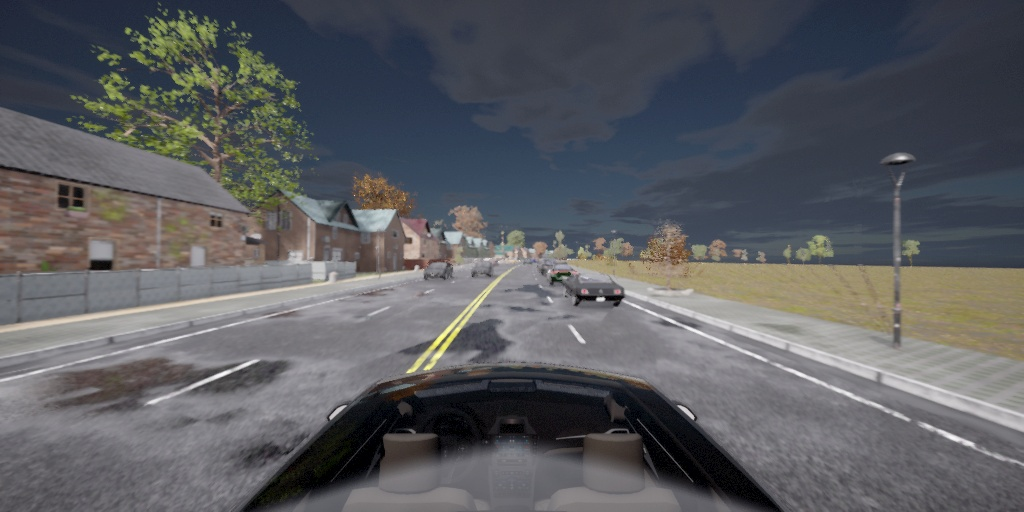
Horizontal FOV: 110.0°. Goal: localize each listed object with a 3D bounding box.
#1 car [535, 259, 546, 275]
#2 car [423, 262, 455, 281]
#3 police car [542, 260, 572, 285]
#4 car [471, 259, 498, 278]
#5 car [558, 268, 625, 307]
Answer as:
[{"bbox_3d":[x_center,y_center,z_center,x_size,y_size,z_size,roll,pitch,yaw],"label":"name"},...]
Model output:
[{"bbox_3d":[3.911,1.268,37.724,2.128,1.511,4.902,0,0,0],"label":"car"},{"bbox_3d":[-6.113,1.266,30.361,1.837,1.490,4.892,0,0,2],"label":"car"},{"bbox_3d":[3.593,1.274,26.594,2.038,1.542,4.974,0,0,2],"label":"police car"},{"bbox_3d":[-2.731,1.273,34.124,1.837,1.490,4.892,0,0,2],"label":"car"},{"bbox_3d":[3.356,1.364,15.682,1.895,1.301,4.718,0,0,1],"label":"car"}]
